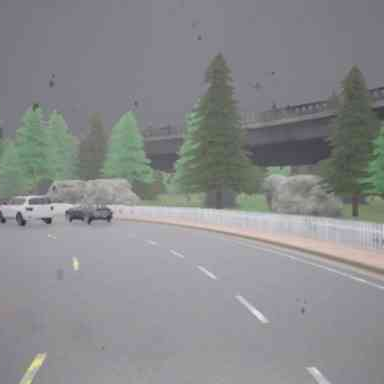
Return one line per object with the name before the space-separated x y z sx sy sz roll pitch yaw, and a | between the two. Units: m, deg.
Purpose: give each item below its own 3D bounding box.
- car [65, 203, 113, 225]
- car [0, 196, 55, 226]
car | -7.837 1.559 25.123 2.128 1.511 4.902 0 0 -45
car | -12.309 1.309 24.566 5.566 2.045 2.150 0 0 40
